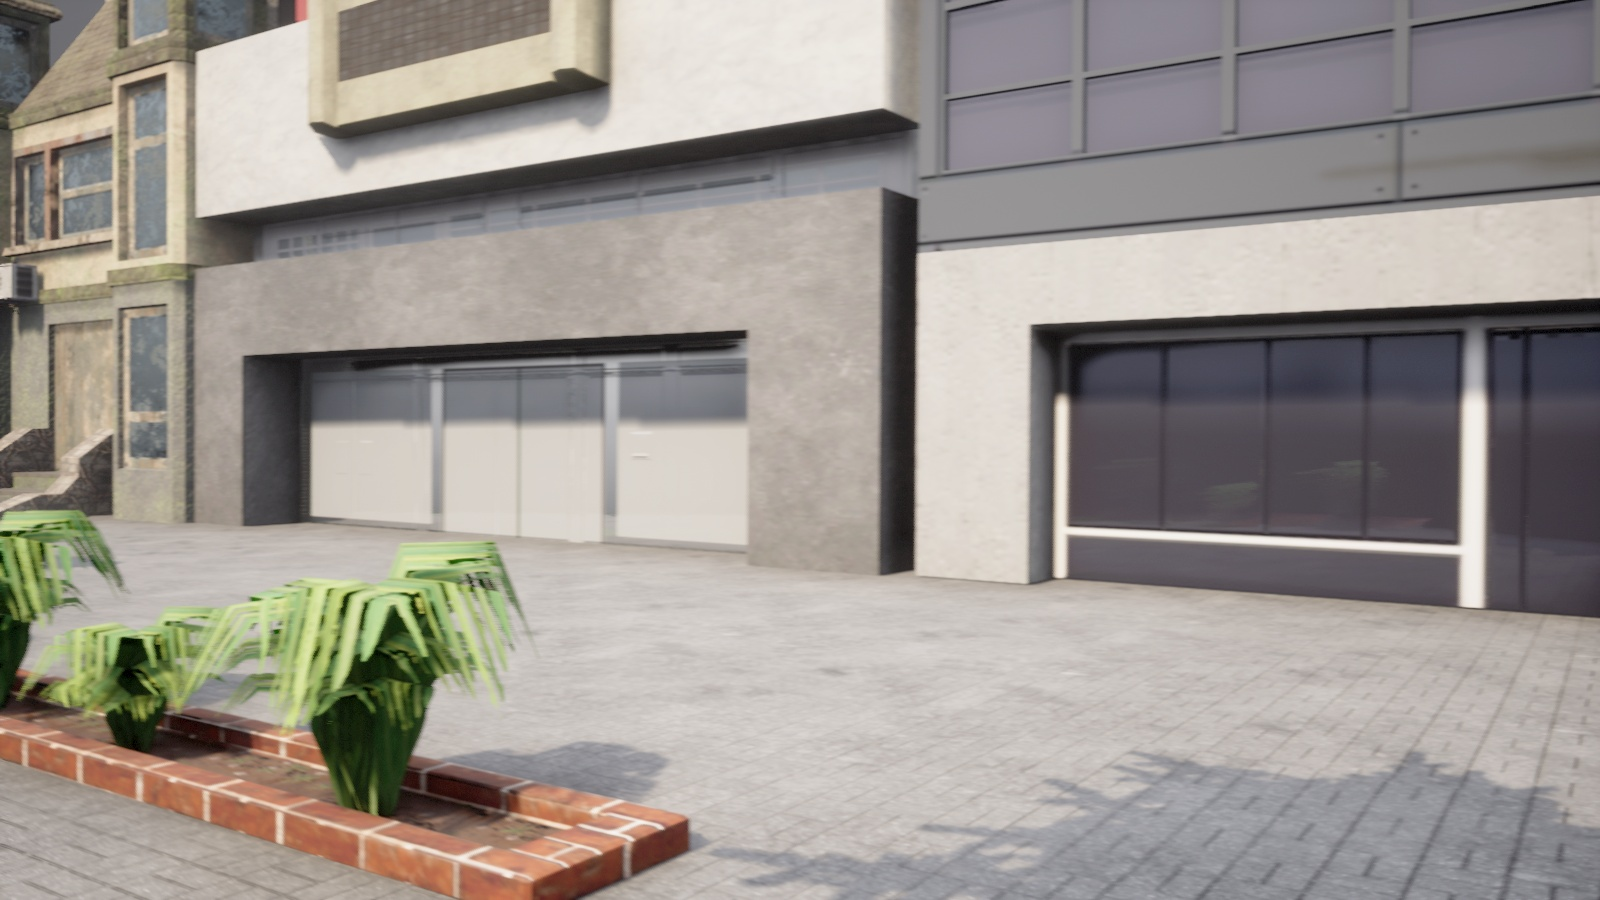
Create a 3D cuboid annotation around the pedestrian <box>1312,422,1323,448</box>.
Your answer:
[{"bbox_3d":[36.958,-1.055,89.700,0.594,1.836,0.345,0,1,45],"label":"pedestrian"}]
